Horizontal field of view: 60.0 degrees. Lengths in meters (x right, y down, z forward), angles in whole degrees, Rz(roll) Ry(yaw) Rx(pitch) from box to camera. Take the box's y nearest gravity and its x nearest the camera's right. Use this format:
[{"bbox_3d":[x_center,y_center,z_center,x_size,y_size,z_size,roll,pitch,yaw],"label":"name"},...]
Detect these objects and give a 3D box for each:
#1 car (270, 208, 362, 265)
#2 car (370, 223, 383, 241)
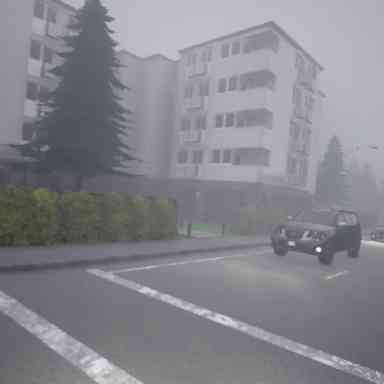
[{"bbox_3d":[5.552,1.730,14.326,2.150,2.045,5.566,4,-1,42],"label":"car"},{"bbox_3d":[14.704,2.980,24.504,1.994,1.385,4.181,4,-1,42],"label":"car"}]
